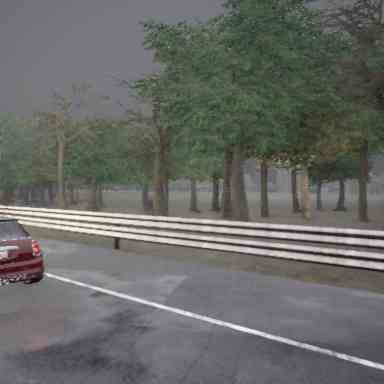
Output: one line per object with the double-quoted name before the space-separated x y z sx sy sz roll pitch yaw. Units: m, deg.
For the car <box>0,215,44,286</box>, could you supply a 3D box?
"car" -5.675 1.314 8.213 4.553 1.767 2.097 1 0 37
